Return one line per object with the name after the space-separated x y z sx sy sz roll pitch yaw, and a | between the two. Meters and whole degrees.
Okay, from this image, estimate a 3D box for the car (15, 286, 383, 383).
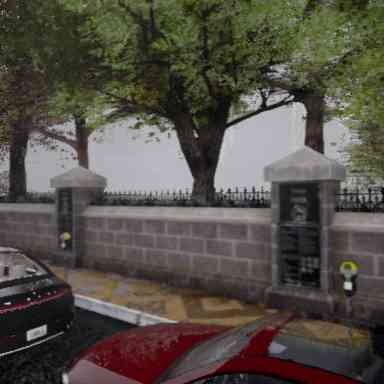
0.746 1.586 2.350 4.206 1.307 1.802 -1 -1 35 | car

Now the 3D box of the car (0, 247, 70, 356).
-3.783 1.606 5.573 4.403 1.369 2.008 -1 -1 35 | car
